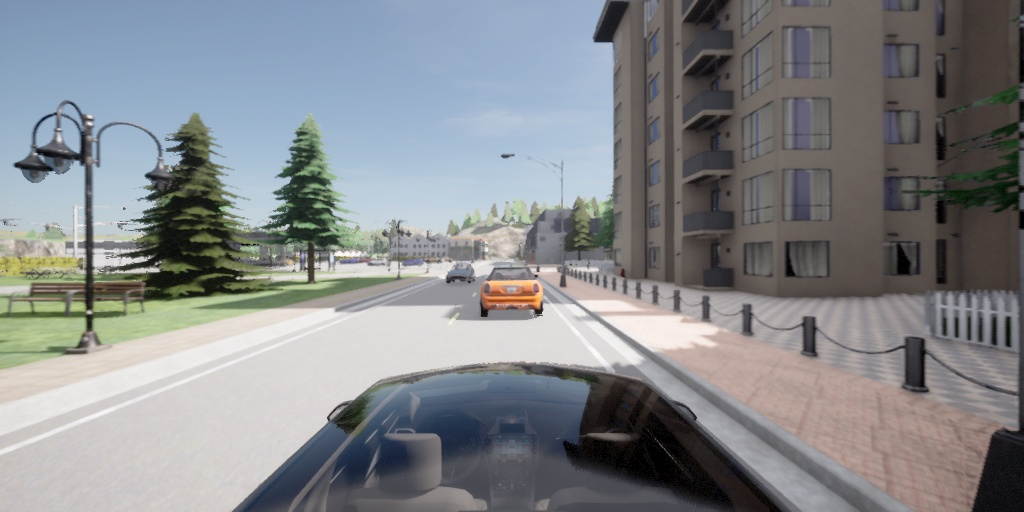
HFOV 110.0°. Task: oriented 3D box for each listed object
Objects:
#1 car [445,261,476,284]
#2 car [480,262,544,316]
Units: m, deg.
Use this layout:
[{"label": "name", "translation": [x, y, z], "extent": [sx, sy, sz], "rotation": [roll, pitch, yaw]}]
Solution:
[{"label": "car", "translation": [-3.794, 1.341, 27.400], "extent": [2.033, 1.411, 5.357], "rotation": [0, 0, -1]}, {"label": "car", "translation": [-0.023, 1.091, 13.513], "extent": [2.097, 1.767, 4.553], "rotation": [0, 0, 0]}]
